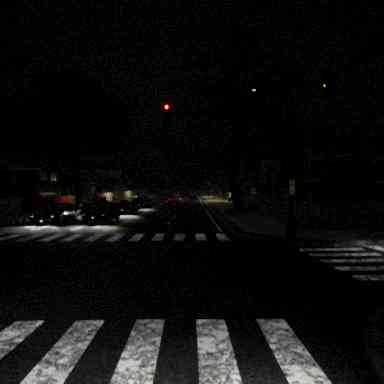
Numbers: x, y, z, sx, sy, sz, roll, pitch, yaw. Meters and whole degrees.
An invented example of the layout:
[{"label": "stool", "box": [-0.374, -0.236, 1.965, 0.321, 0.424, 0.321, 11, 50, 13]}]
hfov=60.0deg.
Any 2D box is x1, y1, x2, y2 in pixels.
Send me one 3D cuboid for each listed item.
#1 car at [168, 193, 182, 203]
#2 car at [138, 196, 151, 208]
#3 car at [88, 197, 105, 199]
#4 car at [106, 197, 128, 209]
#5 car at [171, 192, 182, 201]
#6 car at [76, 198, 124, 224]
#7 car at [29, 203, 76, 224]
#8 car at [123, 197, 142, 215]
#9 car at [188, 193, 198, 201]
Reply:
[{"label": "car", "box": [-3.120, 1.182, 57.748, 1.895, 1.301, 4.718, 0, 1, 0]}, {"label": "car", "box": [-6.565, 1.314, 43.747, 1.837, 1.490, 4.892, 0, 1, 0]}, {"label": "car", "box": [-9.830, 1.268, 33.753, 2.097, 1.767, 4.553, 0, 0, 0]}, {"label": "car", "box": [-9.817, 1.409, 43.800, 1.895, 1.301, 4.718, 0, 1, 0]}, {"label": "car", "box": [-3.114, 0.903, 67.732, 2.128, 1.511, 4.902, 0, 1, 0]}, {"label": "car", "box": [-6.586, 1.456, 24.446, 1.837, 1.490, 4.892, 0, 0, 0]}, {"label": "car", "box": [-9.838, 1.499, 24.369, 2.033, 1.411, 5.357, 0, 0, 0]}, {"label": "car", "box": [-6.578, 1.482, 33.343, 1.994, 1.385, 4.181, 0, 0, 0]}, {"label": "car", "box": [0.139, 0.901, 67.041, 1.882, 1.535, 5.008, 0, 1, 0]}]
